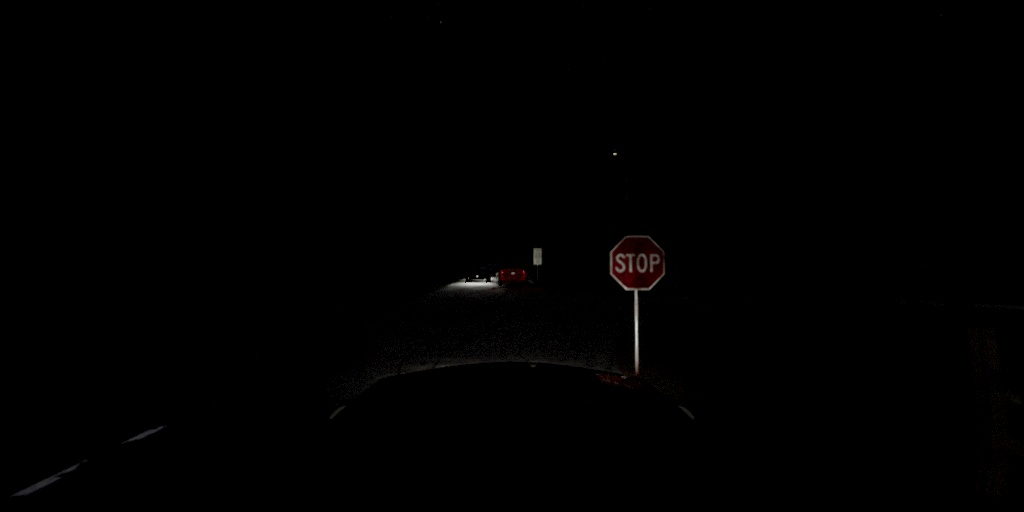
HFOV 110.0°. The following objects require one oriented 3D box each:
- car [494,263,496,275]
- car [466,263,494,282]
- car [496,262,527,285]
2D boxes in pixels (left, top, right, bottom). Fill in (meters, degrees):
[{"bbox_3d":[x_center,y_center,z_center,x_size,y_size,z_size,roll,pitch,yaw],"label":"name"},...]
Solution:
[{"bbox_3d":[-2.886,1.548,41.634,2.128,1.511,4.902,0,-1,0],"label":"car"},{"bbox_3d":[-2.882,1.516,31.498,1.994,1.385,4.181,0,-1,-1],"label":"car"},{"bbox_3d":[0.070,1.268,27.661,2.097,1.767,4.553,0,-1,0],"label":"car"}]
